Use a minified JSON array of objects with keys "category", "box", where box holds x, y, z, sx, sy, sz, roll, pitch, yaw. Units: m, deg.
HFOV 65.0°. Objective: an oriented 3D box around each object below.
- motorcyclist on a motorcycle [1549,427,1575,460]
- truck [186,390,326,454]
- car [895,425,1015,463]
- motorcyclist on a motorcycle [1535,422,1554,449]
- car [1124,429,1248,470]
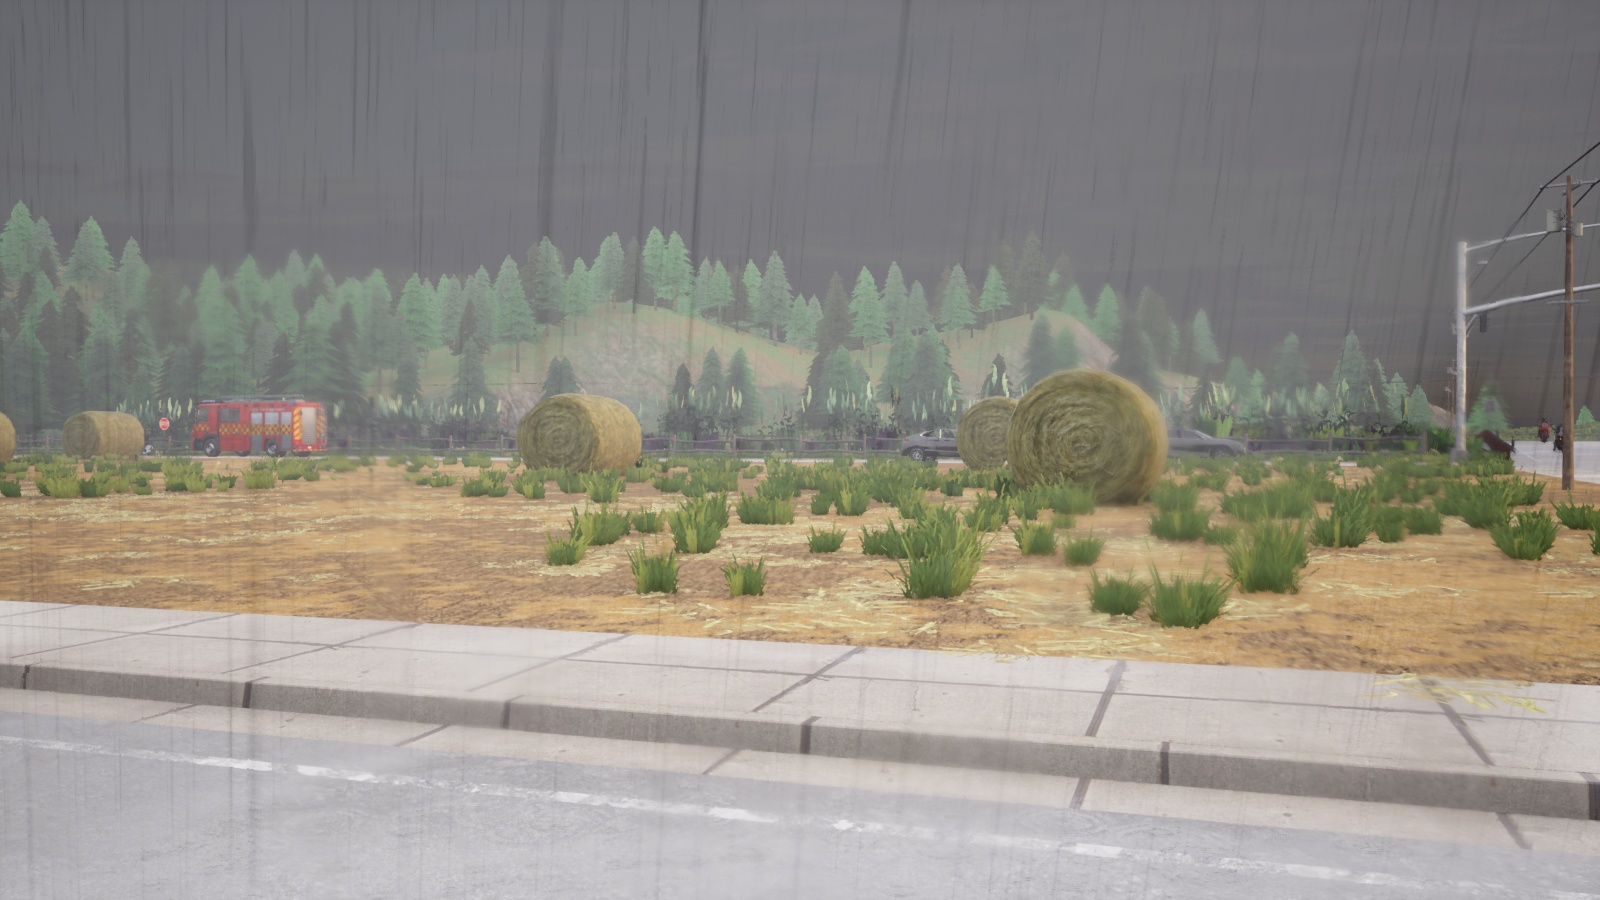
[{"category":"motorcyclist on a motorcycle","box":[38.603,-0.357,63.653,0.866,1.530,2.191,1,4,25]},{"category":"truck","box":[-33.822,-1.722,78.048,8.468,3.827,2.891,1,1,22]},{"category":"car","box":[7.087,-0.295,57.402,5.027,1.651,2.152,1,1,22]},{"category":"motorcyclist on a motorcycle","box":[42.638,-0.834,71.959,0.797,1.523,2.044,1,2,27]},{"category":"car","box":[16.468,-0.047,53.532,4.856,1.649,2.033,1,1,22]}]
